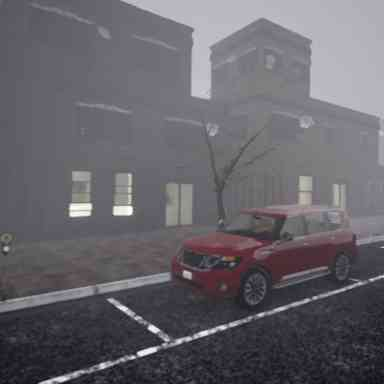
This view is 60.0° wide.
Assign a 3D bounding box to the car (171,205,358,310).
[{"bbox_3d":[1.963,1.278,7.935,5.009,1.841,2.192,0,1,-35],"label":"car"}]
